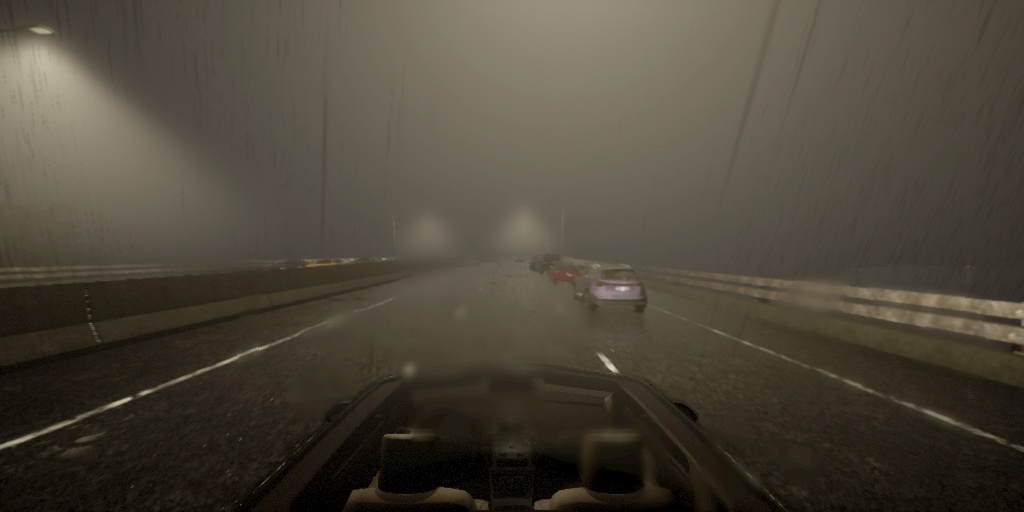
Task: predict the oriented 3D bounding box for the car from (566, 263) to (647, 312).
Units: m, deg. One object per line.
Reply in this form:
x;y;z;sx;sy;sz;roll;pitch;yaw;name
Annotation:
3.534;1.084;13.669;2.033;1.649;4.856;0;0;0;car

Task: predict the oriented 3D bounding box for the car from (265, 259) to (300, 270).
-20.789;1.010;33.927;2.033;1.411;5.357;0;0;1;car

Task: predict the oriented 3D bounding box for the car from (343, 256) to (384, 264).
-13.777;0.823;34.251;2.097;1.767;4.553;0;0;1;car

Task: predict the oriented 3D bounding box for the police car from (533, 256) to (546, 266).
4.378;0.769;57.460;1.930;1.638;5.238;0;0;2;police car

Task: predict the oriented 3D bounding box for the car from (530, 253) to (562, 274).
3.516;0.702;36.157;2.150;2.045;5.566;0;1;-9;car

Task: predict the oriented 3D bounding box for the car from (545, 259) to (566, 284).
3.639;1.129;24.592;1.994;1.385;4.181;0;0;1;car

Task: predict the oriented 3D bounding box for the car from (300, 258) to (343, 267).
-17.289;0.946;33.806;1.882;1.535;5.008;0;0;1;car
